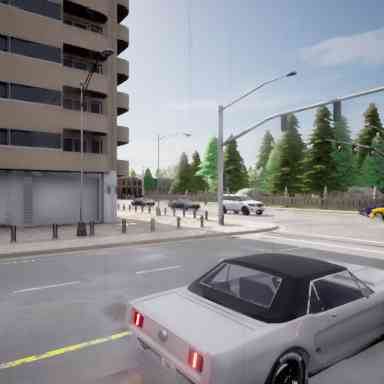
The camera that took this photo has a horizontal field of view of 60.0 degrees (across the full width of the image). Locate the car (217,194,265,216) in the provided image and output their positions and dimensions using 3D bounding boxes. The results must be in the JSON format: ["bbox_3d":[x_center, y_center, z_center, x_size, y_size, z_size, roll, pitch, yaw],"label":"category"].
[{"bbox_3d":[4.967,1.278,34.293,2.150,2.045,5.566,0,0,-36],"label":"car"}]

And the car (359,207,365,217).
[{"bbox_3d":[17.303,1.576,29.459,1.812,1.442,4.674,0,0,-36],"label":"car"}]

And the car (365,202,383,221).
[{"bbox_3d":[16.190,1.512,25.030,1.882,1.535,5.008,0,0,-36],"label":"car"}]

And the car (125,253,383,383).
[{"bbox_3d":[1.567,1.601,4.897,4.718,1.301,1.895,0,0,-35],"label":"car"}]

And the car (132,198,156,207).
[{"bbox_3d":[-7.557,1.603,51.737,2.033,1.411,5.357,0,0,-36],"label":"car"}]

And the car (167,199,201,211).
[{"bbox_3d":[-1.098,1.603,42.721,2.033,1.411,5.357,0,0,-36],"label":"car"}]
